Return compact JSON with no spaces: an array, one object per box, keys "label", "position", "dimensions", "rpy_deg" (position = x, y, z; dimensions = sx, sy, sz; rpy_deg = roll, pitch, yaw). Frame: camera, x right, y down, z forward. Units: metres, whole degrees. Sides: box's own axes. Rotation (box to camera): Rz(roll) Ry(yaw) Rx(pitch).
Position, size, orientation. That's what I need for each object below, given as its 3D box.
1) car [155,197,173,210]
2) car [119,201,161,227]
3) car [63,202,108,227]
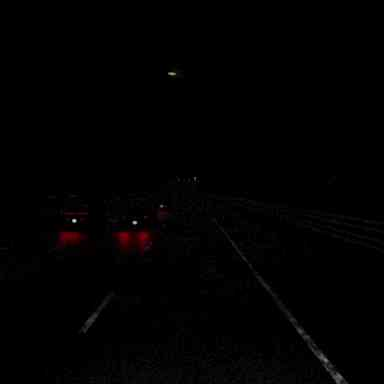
[{"label":"car","position":[-3.414,1.357,39.832],"dimensions":[1.837,1.490,4.892],"rpy_deg":[0,0,0]},{"label":"car","position":[-3.407,1.521,22.046],"dimensions":[1.895,1.301,4.718],"rpy_deg":[0,0,0]},{"label":"car","position":[-6.908,1.426,21.939],"dimensions":[1.837,1.490,4.892],"rpy_deg":[0,0,0]}]
